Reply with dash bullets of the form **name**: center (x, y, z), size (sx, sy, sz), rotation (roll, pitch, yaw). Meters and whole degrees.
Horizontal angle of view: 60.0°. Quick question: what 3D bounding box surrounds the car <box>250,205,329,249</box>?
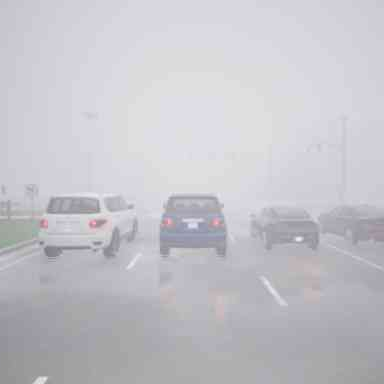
- **car**: center (3.562, 1.297, 13.461), size (1.837, 1.490, 4.892), rotation (0, 0, 0)

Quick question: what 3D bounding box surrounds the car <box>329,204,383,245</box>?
- **car**: center (7.066, 1.258, 14.351), size (1.882, 1.535, 5.008), rotation (0, 1, 0)

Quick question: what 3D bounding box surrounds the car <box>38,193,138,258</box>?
- **car**: center (-3.454, 1.035, 12.074), size (2.150, 2.045, 5.566), rotation (0, 1, 1)

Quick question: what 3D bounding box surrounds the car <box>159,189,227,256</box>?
- **car**: center (0.053, 1.032, 12.337), size (2.150, 2.045, 5.566), rotation (0, 1, 0)
